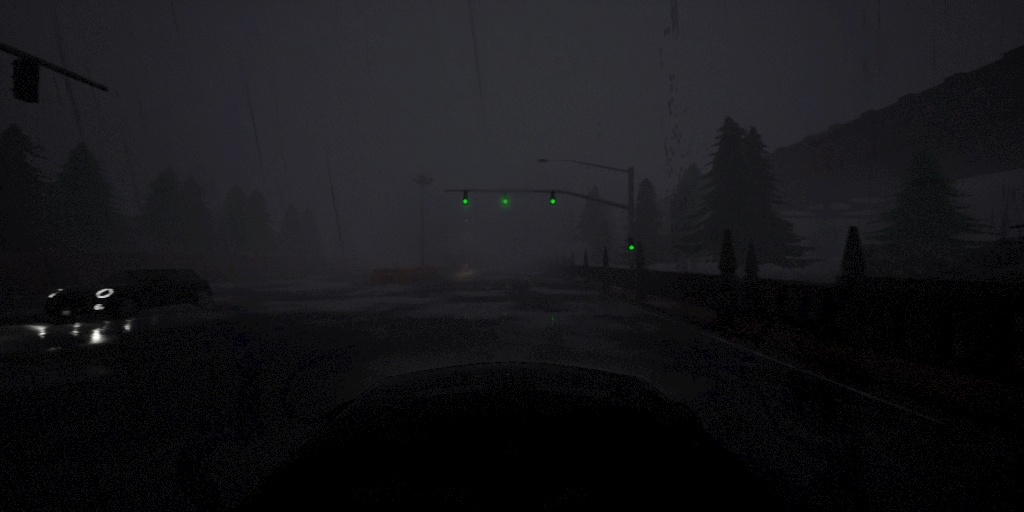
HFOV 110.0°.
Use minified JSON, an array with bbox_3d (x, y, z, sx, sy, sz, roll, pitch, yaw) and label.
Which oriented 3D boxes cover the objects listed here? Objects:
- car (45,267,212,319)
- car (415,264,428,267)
[{"bbox_3d":[-14.002,1.225,13.511,2.097,1.767,4.553,0,-1,0],"label":"car"},{"bbox_3d":[-14.011,1.992,55.379,1.882,1.535,5.008,0,0,0],"label":"car"}]
